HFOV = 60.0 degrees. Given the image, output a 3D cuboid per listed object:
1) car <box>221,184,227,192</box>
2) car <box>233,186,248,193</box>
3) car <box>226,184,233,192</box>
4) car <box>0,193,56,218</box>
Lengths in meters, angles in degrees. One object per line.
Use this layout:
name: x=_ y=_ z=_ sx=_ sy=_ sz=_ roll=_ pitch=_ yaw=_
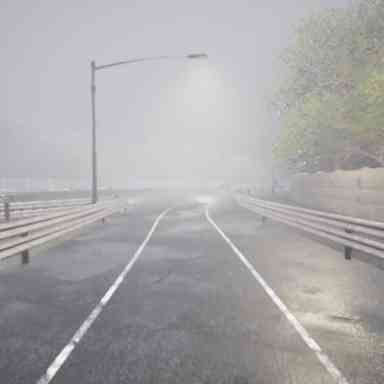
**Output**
car: x=9.724 y=-1.175 z=91.148 sx=2.150 sy=2.045 sz=5.566 roll=0 pitch=2 yaw=25
car: x=11.992 y=-0.736 z=79.250 sx=2.097 sy=1.767 sz=4.553 roll=0 pitch=2 yaw=25
car: x=11.265 y=-0.795 z=86.094 sx=1.882 sy=1.535 sz=5.008 roll=0 pitch=2 yaw=25
car: x=-12.508 y=0.861 z=25.077 sx=2.097 sy=1.767 sz=4.553 roll=0 pitch=2 yaw=24
